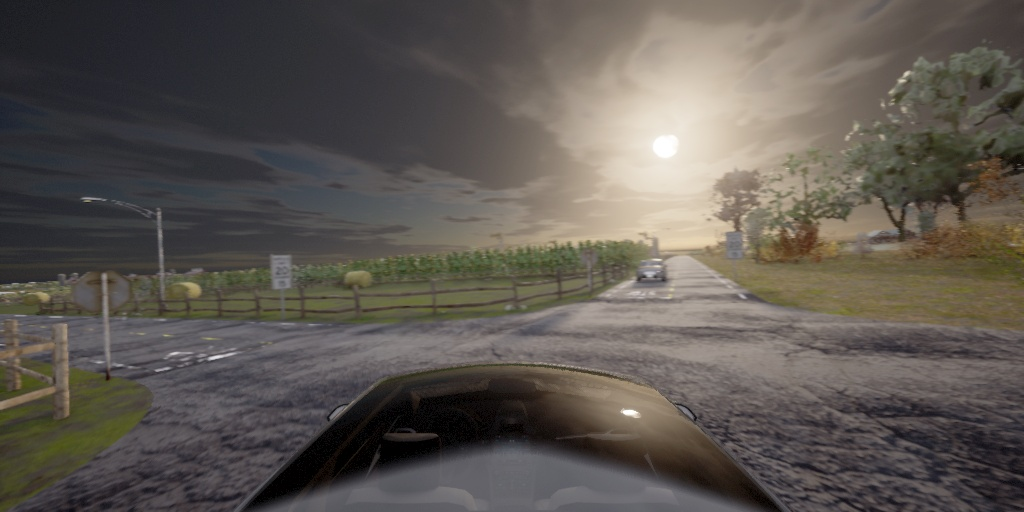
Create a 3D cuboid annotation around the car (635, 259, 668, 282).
[{"bbox_3d":[9.914,0.999,25.360,2.128,1.511,4.902,-3,-1,25],"label":"car"}]
